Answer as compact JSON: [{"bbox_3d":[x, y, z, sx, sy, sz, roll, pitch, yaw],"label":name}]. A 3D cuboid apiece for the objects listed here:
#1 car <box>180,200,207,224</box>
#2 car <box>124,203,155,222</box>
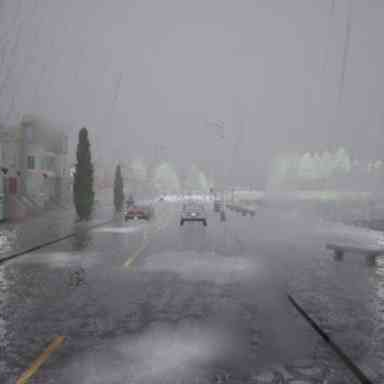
[{"bbox_3d":[0.091,1.537,24.334,2.033,1.411,5.357,0,0,0],"label":"car"},{"bbox_3d":[-4.096,1.590,26.424,1.895,1.301,4.718,0,0,0],"label":"car"}]
